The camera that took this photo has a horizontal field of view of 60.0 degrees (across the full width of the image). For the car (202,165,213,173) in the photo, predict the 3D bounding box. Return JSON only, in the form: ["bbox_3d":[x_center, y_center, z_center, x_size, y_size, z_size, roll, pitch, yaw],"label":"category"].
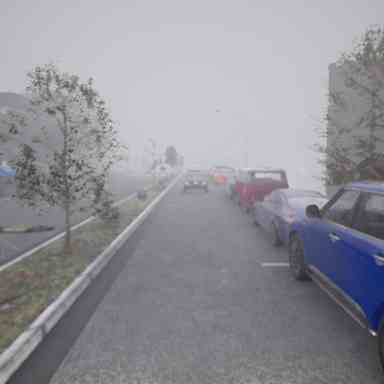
[{"bbox_3d":[3.314,-4.898,70.552,2.002,1.452,4.674,0,5,-1],"label":"car"}]

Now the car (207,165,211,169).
[{"bbox_3d":[3.229,-2.112,37.491,2.185,1.767,4.553,0,5,0],"label":"car"}]

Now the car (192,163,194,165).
[{"bbox_3d":[1.793,-6.761,92.736,2.002,1.452,4.674,-1,5,-6],"label":"car"}]

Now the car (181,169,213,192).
[{"bbox_3d":[0.255,-0.806,25.396,2.033,1.411,5.357,0,5,0],"label":"car"}]

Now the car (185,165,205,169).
[{"bbox_3d":[0.357,-2.340,41.680,1.837,1.490,4.892,0,5,0],"label":"car"}]

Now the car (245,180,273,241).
[{"bbox_3d":[3.057,0.609,10.048,2.002,1.452,4.674,0,6,0],"label":"car"}]

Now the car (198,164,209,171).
[{"bbox_3d":[2.802,-5.989,81.560,2.185,1.767,4.553,0,5,-3],"label":"car"}]

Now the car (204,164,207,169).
[{"bbox_3d":[3.298,-3.122,48.615,2.185,1.767,4.553,0,5,0],"label":"car"}]

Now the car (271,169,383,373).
[{"bbox_3d":[3.023,0.843,4.558,2.435,2.045,5.566,0,6,0],"label":"car"}]

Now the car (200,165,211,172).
[{"bbox_3d":[3.117,-5.402,76.074,2.097,1.535,5.008,0,5,-2],"label":"car"}]

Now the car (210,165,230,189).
[{"bbox_3d":[3.194,-1.609,31.993,2.185,1.767,4.553,0,5,0],"label":"car"}]

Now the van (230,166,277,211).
[{"bbox_3d":[3.093,-0.189,15.640,1.878,1.987,4.442,0,5,0],"label":"van"}]
